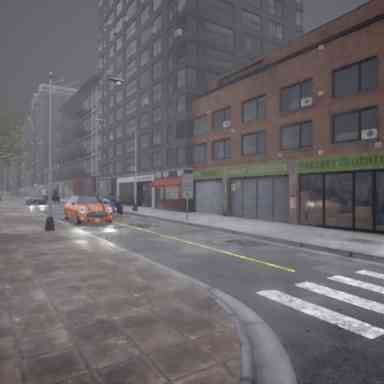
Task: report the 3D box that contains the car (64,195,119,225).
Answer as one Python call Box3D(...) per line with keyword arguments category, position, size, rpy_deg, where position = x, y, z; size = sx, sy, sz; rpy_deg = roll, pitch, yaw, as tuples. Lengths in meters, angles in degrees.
Box3D(category="car", position=(-6.557, 0.992, 20.851), size=(2.097, 1.767, 4.553), rpy_deg=(0, 1, -32))

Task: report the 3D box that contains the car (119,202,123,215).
Box3D(category="car", position=(-7.101, 1.102, 27.203), size=(1.812, 1.442, 4.674), rpy_deg=(0, 1, -32))

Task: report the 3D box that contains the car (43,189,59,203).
Box3D(category="car", position=(-21.273, 0.569, 49.532), size=(2.150, 2.045, 5.566), rpy_deg=(0, 0, -32))

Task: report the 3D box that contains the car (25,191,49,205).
Box3D(category="car", position=(-19.432, 0.930, 41.281), size=(1.994, 1.385, 4.181), rpy_deg=(0, 0, -32))
